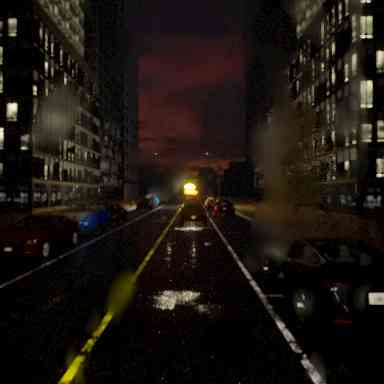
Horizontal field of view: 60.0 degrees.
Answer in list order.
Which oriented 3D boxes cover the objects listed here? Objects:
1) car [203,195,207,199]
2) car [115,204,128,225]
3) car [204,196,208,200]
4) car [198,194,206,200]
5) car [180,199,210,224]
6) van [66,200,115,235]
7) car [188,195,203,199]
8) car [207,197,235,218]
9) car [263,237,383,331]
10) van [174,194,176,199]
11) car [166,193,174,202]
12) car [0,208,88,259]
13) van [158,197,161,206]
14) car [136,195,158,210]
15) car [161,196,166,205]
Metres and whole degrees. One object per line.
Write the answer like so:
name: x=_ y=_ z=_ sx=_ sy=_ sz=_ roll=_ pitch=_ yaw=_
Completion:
car: x=2.696 y=1.458 z=46.846 sx=1.752 sy=1.417 sz=4.829 roll=0 pitch=0 yaw=0
car: x=-5.686 y=1.551 z=23.922 sx=1.802 sy=1.307 sz=4.206 roll=0 pitch=0 yaw=0
car: x=2.695 y=1.524 z=40.984 sx=1.802 sy=1.307 sz=4.206 roll=0 pitch=0 yaw=0
car: x=2.697 y=1.400 z=92.211 sx=2.008 sy=1.369 sz=4.403 roll=0 pitch=0 yaw=0
car: x=0.098 y=1.494 z=24.151 sx=1.812 sy=1.442 sz=4.674 roll=0 pitch=0 yaw=0
van: x=-5.685 y=1.318 z=18.230 sx=1.690 sy=1.788 sz=3.998 roll=0 pitch=0 yaw=0
car: x=0.102 y=1.446 z=41.764 sx=1.837 sy=1.490 sz=4.892 roll=0 pitch=0 yaw=0
car: x=2.696 y=1.401 z=29.599 sx=1.967 sy=1.590 sz=4.097 roll=0 pitch=0 yaw=0
car: x=2.694 y=1.558 z=6.832 sx=1.947 sy=1.339 sz=4.313 roll=0 pitch=0 yaw=0
van: x=-5.682 y=1.202 z=86.535 sx=1.690 sy=1.788 sz=3.998 roll=0 pitch=0 yaw=0
car: x=-5.684 y=1.408 z=74.981 sx=1.752 sy=1.417 sz=4.829 roll=0 pitch=0 yaw=0
car: x=-5.686 y=1.529 z=12.538 sx=1.887 sy=1.381 sz=4.507 roll=0 pitch=0 yaw=0
van: x=-5.684 y=1.274 z=46.691 sx=1.690 sy=1.788 sz=3.998 roll=0 pitch=0 yaw=0
car: x=-5.685 y=1.382 z=40.998 sx=1.967 sy=1.590 sz=4.097 roll=0 pitch=0 yaw=0
car: x=-5.685 y=1.489 z=52.383 sx=1.947 sy=1.339 sz=4.313 roll=0 pitch=0 yaw=0
